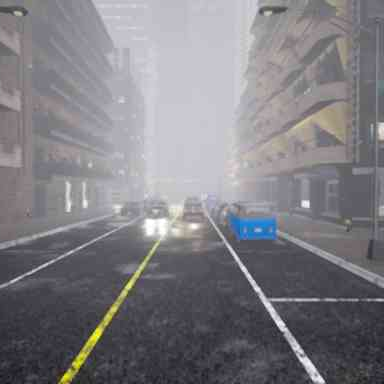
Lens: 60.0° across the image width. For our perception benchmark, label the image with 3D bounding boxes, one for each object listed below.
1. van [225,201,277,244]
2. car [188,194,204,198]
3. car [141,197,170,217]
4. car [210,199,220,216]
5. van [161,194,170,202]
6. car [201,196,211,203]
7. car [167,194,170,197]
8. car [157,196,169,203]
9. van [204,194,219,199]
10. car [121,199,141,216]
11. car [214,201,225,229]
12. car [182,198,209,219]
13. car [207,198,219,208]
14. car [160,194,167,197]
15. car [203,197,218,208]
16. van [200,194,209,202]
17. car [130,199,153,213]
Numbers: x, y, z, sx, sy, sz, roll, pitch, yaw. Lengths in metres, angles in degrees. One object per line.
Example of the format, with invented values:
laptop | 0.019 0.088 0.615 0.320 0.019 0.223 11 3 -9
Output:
van | 2.688 1.327 15.400 1.690 1.788 3.998 -1 0 0
car | 0.107 1.314 41.566 2.097 1.767 4.553 0 0 0
car | -3.078 1.464 30.634 2.128 1.511 4.902 0 0 0
car | 2.699 1.520 26.604 1.887 1.381 4.507 -1 0 0
van | -5.652 1.284 71.454 1.690 1.788 3.998 -1 0 0
car | 2.727 1.471 65.987 1.752 1.417 4.829 -1 0 0
car | -5.657 1.516 60.250 1.947 1.339 4.313 -1 0 0
car | -5.653 1.497 65.852 2.008 1.369 4.403 -1 0 0
van | 2.708 1.303 43.409 1.690 1.788 3.998 -1 0 0
car | -5.677 1.537 32.240 1.947 1.339 4.313 -1 0 0
car | 2.696 1.531 21.002 2.008 1.369 4.403 -1 0 0
car | 0.115 1.522 28.460 2.033 1.411 5.357 0 0 0
car | 2.703 1.537 32.205 1.947 1.339 4.313 -1 0 0
car | -5.662 1.394 54.648 1.967 1.590 4.097 -1 0 0
car | 2.716 1.508 49.012 2.008 1.369 4.403 -1 0 0
van | 2.728 1.283 71.419 1.690 1.788 3.998 -1 0 0
car | -5.673 1.511 37.843 1.887 1.381 4.507 -1 0 0
